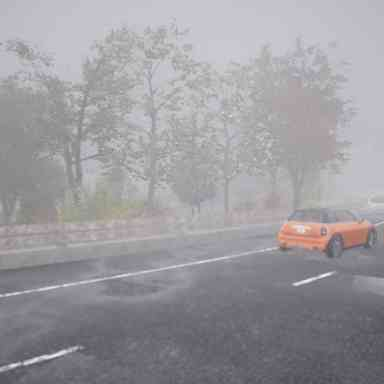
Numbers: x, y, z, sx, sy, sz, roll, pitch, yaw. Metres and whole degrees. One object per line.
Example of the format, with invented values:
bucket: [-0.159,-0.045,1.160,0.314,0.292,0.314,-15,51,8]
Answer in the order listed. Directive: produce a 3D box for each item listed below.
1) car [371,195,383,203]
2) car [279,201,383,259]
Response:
car: [36.868,1.369,65.184,2.097,1.767,4.553,0,0,12]
car: [5.379,1.370,12.981,4.553,1.767,2.097,0,0,-42]
